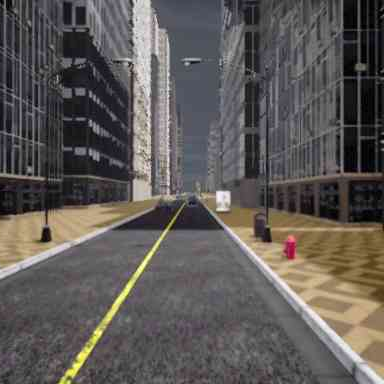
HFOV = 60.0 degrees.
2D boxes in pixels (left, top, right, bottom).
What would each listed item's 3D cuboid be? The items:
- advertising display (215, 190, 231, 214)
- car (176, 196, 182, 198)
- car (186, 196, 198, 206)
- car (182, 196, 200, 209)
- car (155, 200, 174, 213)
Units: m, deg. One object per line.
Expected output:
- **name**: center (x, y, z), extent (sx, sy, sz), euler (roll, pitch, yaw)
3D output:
- **advertising display**: center (3.141, 1.025, 33.410), extent (1.540, 2.440, 0.280), euler (0, 0, 0)
- **car**: center (-2.977, 1.147, 79.035), extent (2.033, 1.411, 5.357), euler (0, 0, 0)
- **car**: center (0.017, 1.502, 56.015), extent (1.837, 1.490, 4.892), euler (0, 0, 0)
- **car**: center (0.054, 1.490, 45.337), extent (2.128, 1.511, 4.902), euler (0, 0, 1)
- **car**: center (-3.080, 1.600, 37.303), extent (1.895, 1.301, 4.718), euler (0, 0, 0)
